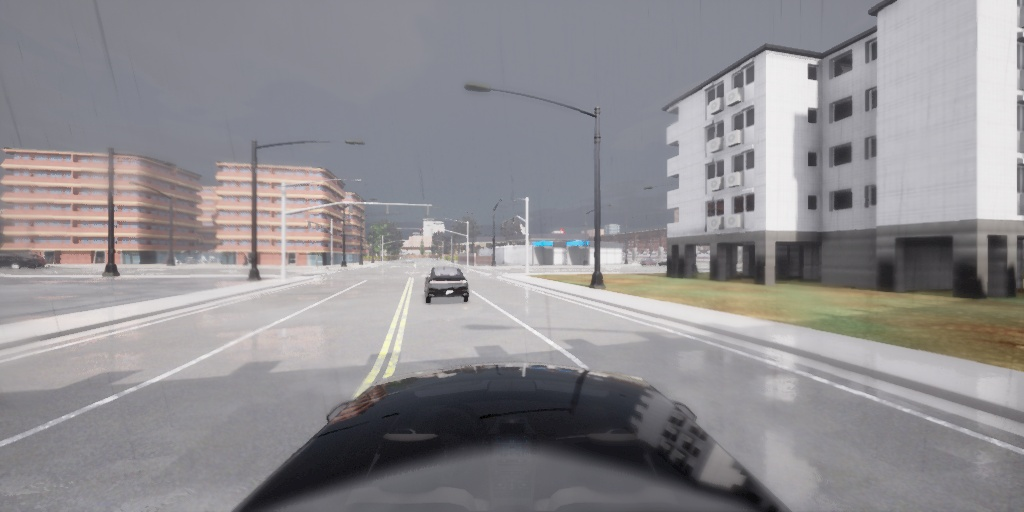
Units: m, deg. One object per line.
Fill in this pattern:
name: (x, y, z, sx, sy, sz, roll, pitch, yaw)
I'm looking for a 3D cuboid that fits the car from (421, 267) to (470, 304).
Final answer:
car: (-3.115, 1.244, 16.583, 2.128, 1.511, 4.902, 0, 0, -15)
